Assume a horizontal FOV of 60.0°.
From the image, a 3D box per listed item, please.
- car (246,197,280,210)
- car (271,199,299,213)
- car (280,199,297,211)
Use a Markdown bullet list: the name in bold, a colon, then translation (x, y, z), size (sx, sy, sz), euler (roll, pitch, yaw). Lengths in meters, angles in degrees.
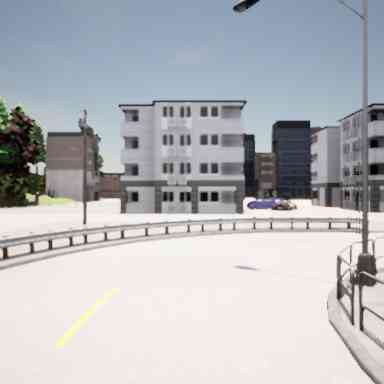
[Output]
- **car**: translation (8.404, 1.375, 40.184), size (3.633, 1.501, 1.845), euler (0, 0, 11)
- **car**: translation (11.200, 1.619, 39.837), size (2.038, 1.542, 4.974), euler (0, 0, 30)
- **car**: translation (11.175, 1.462, 39.792), size (1.853, 1.218, 4.536), euler (0, 0, 30)
